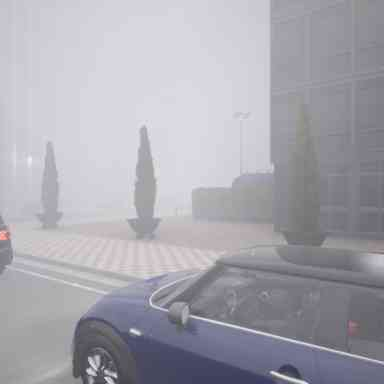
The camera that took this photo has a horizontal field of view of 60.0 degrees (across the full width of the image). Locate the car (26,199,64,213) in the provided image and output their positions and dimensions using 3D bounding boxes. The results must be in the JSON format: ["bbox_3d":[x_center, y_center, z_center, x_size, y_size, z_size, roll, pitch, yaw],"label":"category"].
[{"bbox_3d":[-16.814,1.491,37.206,2.128,1.511,4.902,0,0,35],"label":"car"}]

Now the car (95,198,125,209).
[{"bbox_3d":[-11.115,1.564,45.343,1.994,1.385,4.181,0,0,35],"label":"car"}]

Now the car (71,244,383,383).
[{"bbox_3d":[0.807,1.352,3.418,4.553,1.767,2.097,0,0,36],"label":"car"}]

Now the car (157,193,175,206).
[{"bbox_3d":[-5.029,1.221,54.024,2.150,2.045,5.566,0,0,35],"label":"car"}]

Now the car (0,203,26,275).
[{"bbox_3d":[-7.056,1.222,9.004,5.566,2.045,2.150,0,0,36],"label":"car"}]
